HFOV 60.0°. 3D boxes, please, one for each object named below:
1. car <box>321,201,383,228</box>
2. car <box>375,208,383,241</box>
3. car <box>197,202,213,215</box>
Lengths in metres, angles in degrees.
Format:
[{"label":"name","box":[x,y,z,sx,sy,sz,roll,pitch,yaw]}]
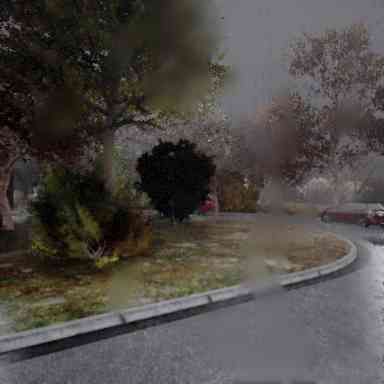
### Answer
[{"label":"car","box":[11.234,1.431,23.176,2.097,1.767,4.553,1,0,-22]},{"label":"car","box":[7.853,1.528,11.382,2.128,1.511,4.902,1,0,23]},{"label":"car","box":[-0.683,1.201,33.359,5.566,2.045,2.150,0,0,20]}]
